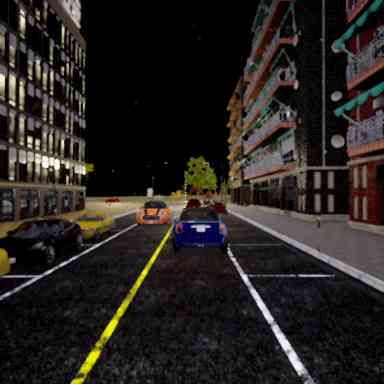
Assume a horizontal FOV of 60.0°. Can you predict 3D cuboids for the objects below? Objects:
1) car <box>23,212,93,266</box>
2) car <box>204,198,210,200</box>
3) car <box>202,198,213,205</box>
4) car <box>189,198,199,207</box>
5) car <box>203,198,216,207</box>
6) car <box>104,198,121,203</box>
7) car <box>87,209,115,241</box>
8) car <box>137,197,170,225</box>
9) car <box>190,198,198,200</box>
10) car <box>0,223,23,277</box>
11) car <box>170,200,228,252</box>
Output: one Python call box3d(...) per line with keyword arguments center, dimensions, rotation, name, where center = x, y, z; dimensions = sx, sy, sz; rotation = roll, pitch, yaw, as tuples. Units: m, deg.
box3d(center=(-5.270, 1.617, 11.838), dimensions=(1.947, 1.339, 4.313), rotation=(0, 0, 0), name="car")
box3d(center=(2.720, 1.720, 39.432), dimensions=(2.008, 1.369, 4.403), rotation=(0, 0, 0), name="car")
box3d(center=(2.947, 1.817, 63.938), dimensions=(1.887, 1.381, 4.507), rotation=(0, 0, 0), name="car")
box3d(center=(0.329, 1.775, 58.526), dimensions=(1.812, 1.442, 4.674), rotation=(0, 0, 0), name="car")
box3d(center=(2.883, 1.790, 56.009), dimensions=(2.008, 1.369, 4.403), rotation=(0, 0, 0), name="car")
box3d(center=(-20.255, 2.181, 84.835), dimensions=(4.206, 1.307, 1.802), rotation=(-1, 0, 0), name="car")
box3d(center=(-5.249, 1.599, 17.201), dimensions=(1.752, 1.417, 4.829), rotation=(0, 0, 0), name="car")
box3d(center=(-2.754, 1.458, 24.686), dimensions=(2.097, 1.767, 4.553), rotation=(0, 0, 0), name="car")
box3d(center=(0.266, 1.661, 42.703), dimensions=(1.882, 1.535, 5.008), rotation=(0, 0, 0), name="car")
box3d(center=(-5.292, 1.552, 6.135), dimensions=(1.752, 1.417, 4.829), rotation=(0, 0, 0), name="car")
box3d(center=(0.258, 1.414, 14.293), dimensions=(2.097, 1.767, 4.553), rotation=(0, 0, -2), name="car")
